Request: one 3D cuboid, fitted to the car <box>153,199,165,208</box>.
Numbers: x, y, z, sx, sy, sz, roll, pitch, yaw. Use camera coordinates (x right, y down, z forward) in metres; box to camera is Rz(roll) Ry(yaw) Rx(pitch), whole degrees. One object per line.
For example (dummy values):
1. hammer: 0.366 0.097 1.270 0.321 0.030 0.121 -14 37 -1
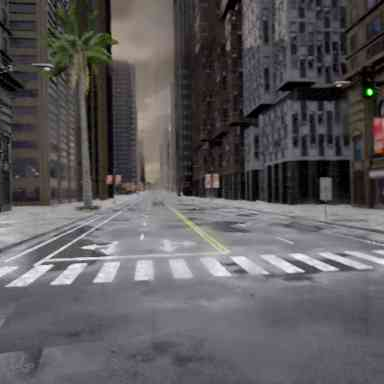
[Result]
1. car: -5.223 1.708 52.037 1.895 1.301 4.718 -1 0 -7
